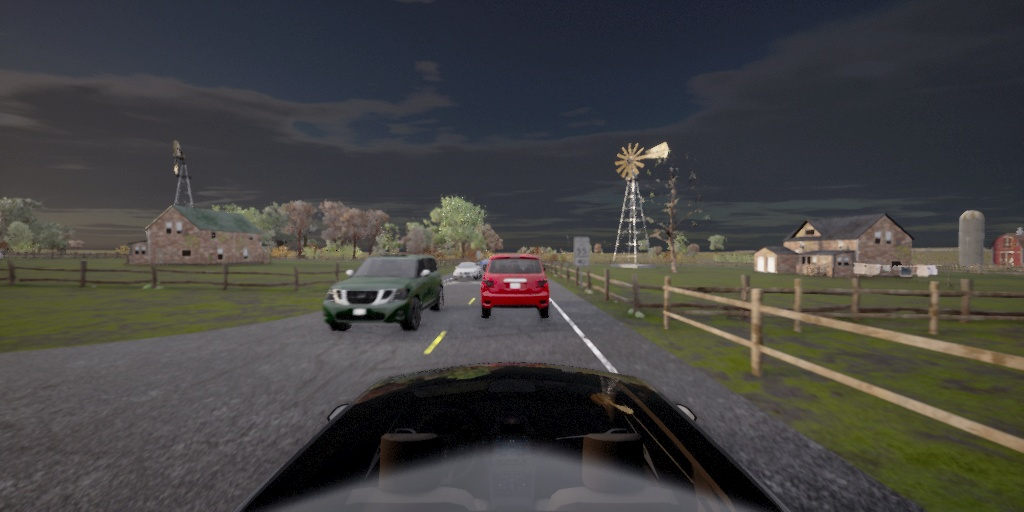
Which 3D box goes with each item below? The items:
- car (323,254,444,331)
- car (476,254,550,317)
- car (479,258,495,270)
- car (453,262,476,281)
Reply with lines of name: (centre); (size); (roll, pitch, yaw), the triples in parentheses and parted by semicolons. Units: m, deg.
car: (-3.600, 0.955, 11.227); (2.150, 2.045, 5.566); (0, 0, 0)
car: (0.097, 0.952, 13.121); (2.150, 2.045, 5.566); (0, 0, 0)
car: (-3.529, 1.138, 51.970); (1.882, 1.535, 5.008); (0, 0, 0)
car: (-3.600, 1.227, 29.502); (1.812, 1.442, 4.674); (0, 0, 0)
